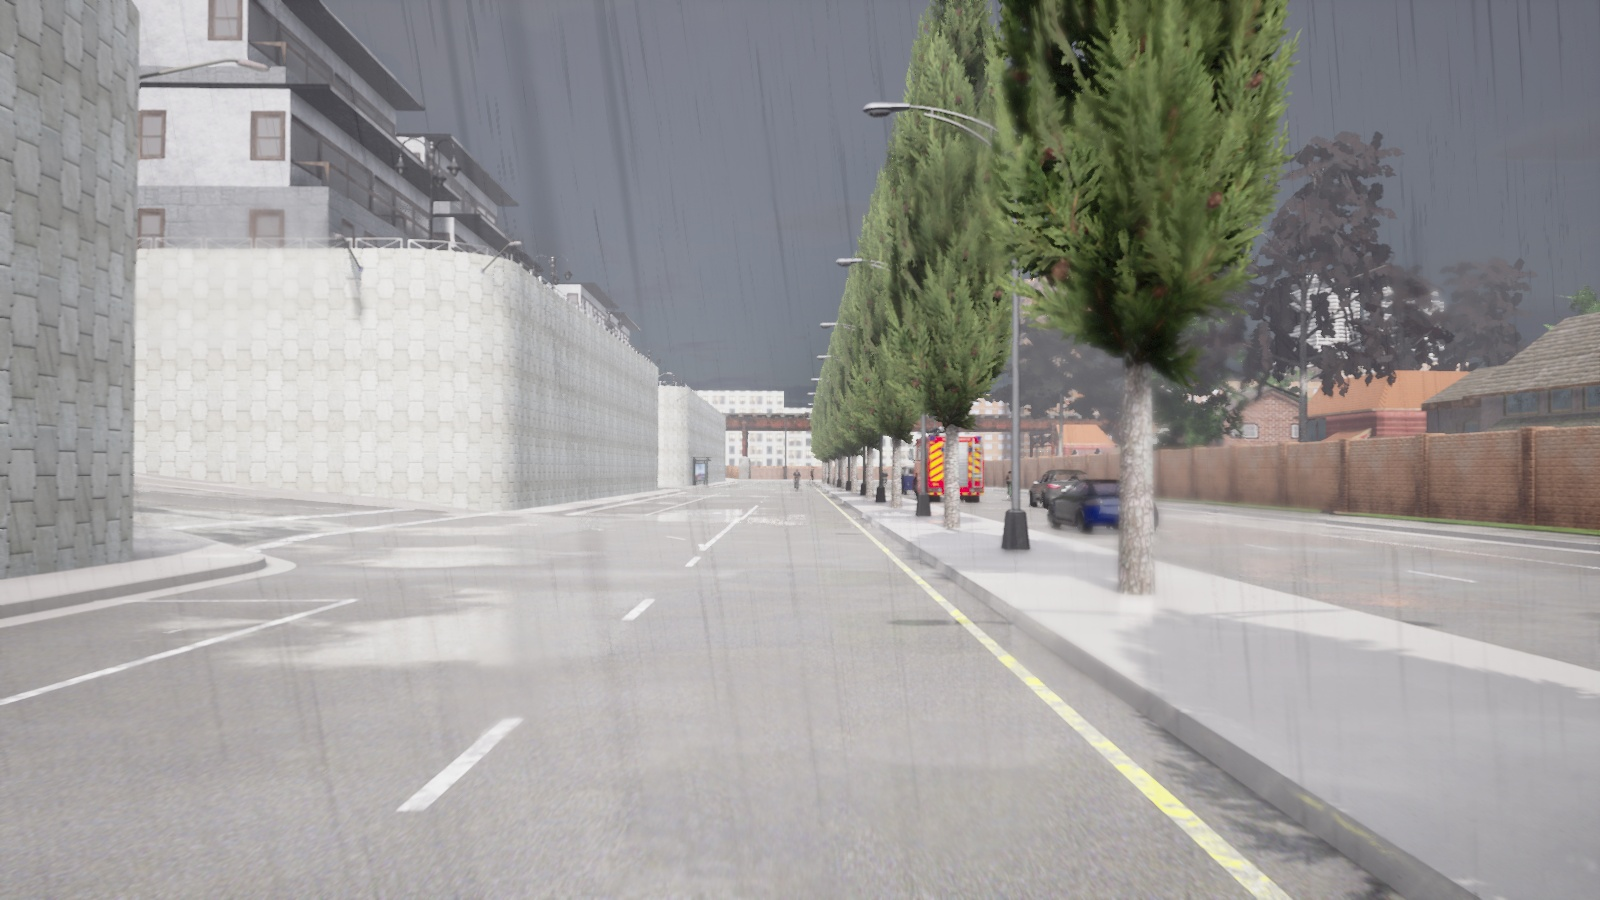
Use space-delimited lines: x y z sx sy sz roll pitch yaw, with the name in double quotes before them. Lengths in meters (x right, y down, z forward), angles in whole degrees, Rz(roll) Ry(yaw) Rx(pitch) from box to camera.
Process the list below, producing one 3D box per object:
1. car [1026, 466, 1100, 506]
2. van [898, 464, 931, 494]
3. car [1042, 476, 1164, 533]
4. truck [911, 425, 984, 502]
"car" 11.367 1.529 54.687 2.242 1.667 4.611 0 -1 0
"van" 7.791 1.971 85.714 1.775 1.987 4.442 0 -1 0
"car" 7.983 1.407 33.489 1.994 1.385 4.181 0 -1 -4
"truck" 7.832 0.750 67.594 2.891 3.827 8.468 0 -1 0
